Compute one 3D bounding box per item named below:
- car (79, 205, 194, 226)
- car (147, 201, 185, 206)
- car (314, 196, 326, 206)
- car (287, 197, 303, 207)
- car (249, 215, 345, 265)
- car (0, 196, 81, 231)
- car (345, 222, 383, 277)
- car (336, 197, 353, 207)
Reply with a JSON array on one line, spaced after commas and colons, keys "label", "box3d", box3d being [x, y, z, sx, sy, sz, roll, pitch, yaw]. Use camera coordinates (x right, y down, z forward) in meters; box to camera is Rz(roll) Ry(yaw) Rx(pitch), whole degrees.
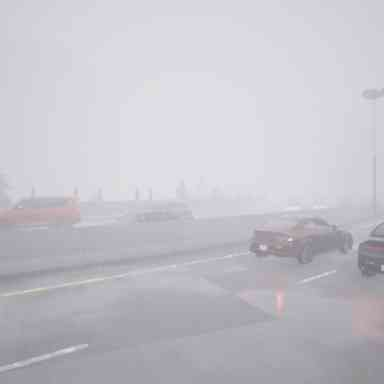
[{"label": "car", "box3d": [-2.233, 1.581, 15.815, 5.357, 1.411, 2.033, 0, 0, -40]}, {"label": "car", "box3d": [-2.048, 1.392, 20.747, 4.553, 1.767, 2.097, 0, 0, -44]}, {"label": "car", "box3d": [21.715, 1.483, 56.310, 2.128, 1.511, 4.902, 0, 0, 21]}, {"label": "car", "box3d": [15.976, 1.501, 51.547, 2.128, 1.511, 4.902, 0, 0, 24]}, {"label": "car", "box3d": [3.910, 1.528, 11.730, 4.674, 1.442, 1.812, 0, 0, -42]}, {"label": "car", "box3d": [-9.210, 1.289, 19.127, 5.566, 2.045, 2.150, 0, 0, -39]}, {"label": "car", "box3d": [6.275, 1.493, 9.161, 4.892, 1.490, 1.837, 0, 0, -42]}, {"label": "car", "box3d": [21.933, 1.483, 47.806, 1.837, 1.490, 4.892, 0, 0, 25]}]
